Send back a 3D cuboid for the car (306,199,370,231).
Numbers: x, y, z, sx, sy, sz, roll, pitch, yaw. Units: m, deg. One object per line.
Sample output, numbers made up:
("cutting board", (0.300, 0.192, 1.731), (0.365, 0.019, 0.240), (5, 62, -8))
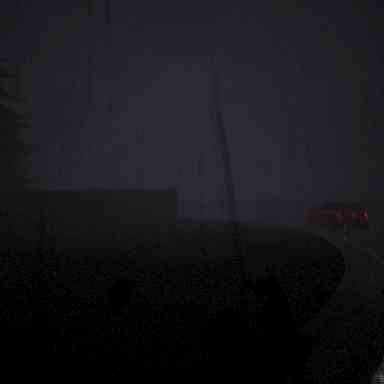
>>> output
("car", (8.826, 1.311, 20.571), (2.097, 1.767, 4.553), (-1, 0, -3))
